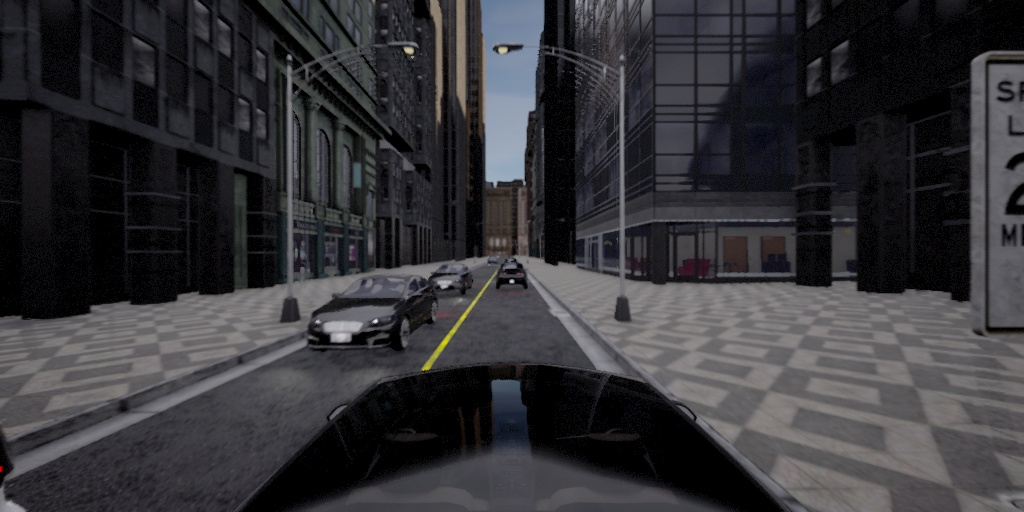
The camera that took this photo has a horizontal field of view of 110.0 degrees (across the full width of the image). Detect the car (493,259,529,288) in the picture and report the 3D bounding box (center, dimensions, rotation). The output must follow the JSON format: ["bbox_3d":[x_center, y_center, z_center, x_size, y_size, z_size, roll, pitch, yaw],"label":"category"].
[{"bbox_3d":[-0.017,1.142,22.394,1.837,1.490,4.892,0,1,0],"label":"car"}]

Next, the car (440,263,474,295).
[{"bbox_3d":[-3.184,1.156,19.372,2.128,1.511,4.902,0,0,0],"label":"car"}]

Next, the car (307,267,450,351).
[{"bbox_3d":[-3.130,1.214,8.996,2.128,1.511,4.902,0,0,0],"label":"car"}]

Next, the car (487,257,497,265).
[{"bbox_3d":[-3.391,0.817,64.073,2.033,1.411,5.357,0,1,0],"label":"car"}]
